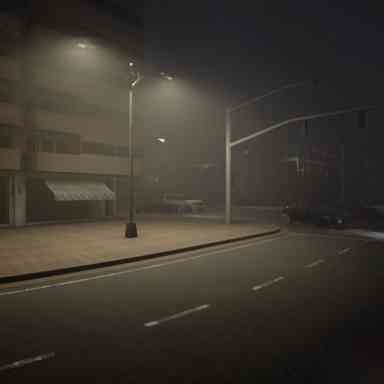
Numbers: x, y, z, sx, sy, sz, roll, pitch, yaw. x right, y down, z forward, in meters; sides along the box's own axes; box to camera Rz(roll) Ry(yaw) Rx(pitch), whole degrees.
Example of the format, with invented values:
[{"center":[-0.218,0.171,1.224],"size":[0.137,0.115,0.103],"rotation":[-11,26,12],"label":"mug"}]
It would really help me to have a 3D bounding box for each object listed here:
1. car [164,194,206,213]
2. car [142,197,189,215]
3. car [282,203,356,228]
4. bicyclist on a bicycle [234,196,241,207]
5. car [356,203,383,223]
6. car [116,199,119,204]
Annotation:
[{"center":[-1.057,1.276,37.613],"size":[5.566,2.045,2.150],"rotation":[0,0,41],"label":"car"},{"center":[-3.127,1.547,34.778],"size":[4.902,1.511,2.128],"rotation":[0,0,41],"label":"car"},{"center":[8.039,1.511,22.285],"size":[2.128,1.511,4.902],"rotation":[0,0,-21],"label":"car"},{"center":[6.415,1.356,46.991],"size":[0.582,1.620,1.656],"rotation":[0,0,41],"label":"bicyclist on a bicycle"},{"center":[12.828,1.574,25.699],"size":[4.181,1.385,1.994],"rotation":[0,0,41],"label":"car"},{"center":[-15.272,1.603,59.228],"size":[5.357,1.411,2.033],"rotation":[0,0,41],"label":"car"}]
